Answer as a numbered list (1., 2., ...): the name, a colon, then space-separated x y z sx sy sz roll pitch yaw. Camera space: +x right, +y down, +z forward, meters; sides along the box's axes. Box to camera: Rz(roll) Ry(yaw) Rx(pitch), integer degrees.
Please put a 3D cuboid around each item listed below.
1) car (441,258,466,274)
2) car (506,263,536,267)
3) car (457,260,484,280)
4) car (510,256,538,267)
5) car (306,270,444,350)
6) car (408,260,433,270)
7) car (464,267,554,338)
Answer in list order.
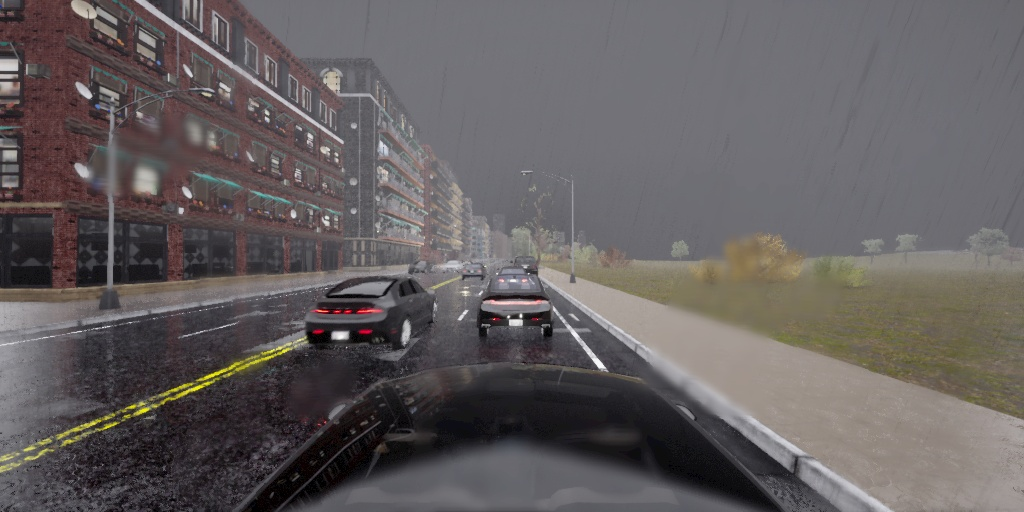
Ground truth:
1. car: -6.728 1.279 41.115 1.812 1.442 4.674 0 0 0
2. car: 0.049 1.300 20.689 2.033 1.411 5.357 0 0 0
3. car: -3.238 1.301 31.370 2.033 1.411 5.357 0 0 -1
4. car: 1.052 0.979 30.902 2.150 2.045 5.566 0 0 0
5. car: -3.171 1.253 9.036 1.837 1.490 4.892 0 -1 0
6. car: -9.962 1.258 39.399 1.837 1.490 4.892 0 0 0
7. car: 0.076 1.243 10.249 2.128 1.511 4.902 0 0 0
